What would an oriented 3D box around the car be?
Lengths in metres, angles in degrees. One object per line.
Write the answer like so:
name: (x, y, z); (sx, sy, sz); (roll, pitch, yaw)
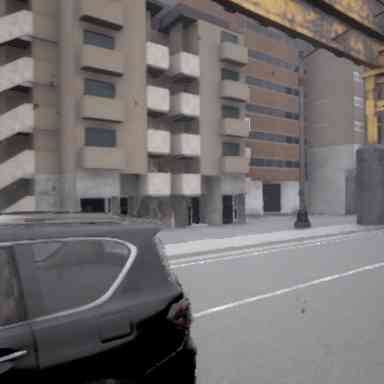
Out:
car: (-2.556, 1.230, 2.202); (5.566, 2.045, 2.150); (0, 0, -35)
